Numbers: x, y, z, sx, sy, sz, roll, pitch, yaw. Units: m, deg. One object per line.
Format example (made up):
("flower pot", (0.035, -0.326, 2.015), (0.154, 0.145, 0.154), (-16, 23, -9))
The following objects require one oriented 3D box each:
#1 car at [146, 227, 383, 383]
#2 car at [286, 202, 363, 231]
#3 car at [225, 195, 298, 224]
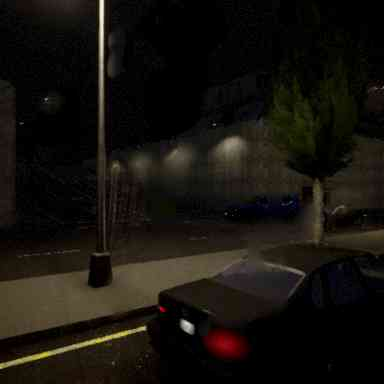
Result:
("car", (1.986, 1.552, 5.163), (5.357, 1.411, 2.033), (0, 0, -35))
("car", (8.144, 1.506, 19.624), (4.902, 1.511, 2.128), (0, 0, -35))
("car", (5.239, 1.222, 24.568), (5.566, 2.045, 2.150), (0, 1, -8))
